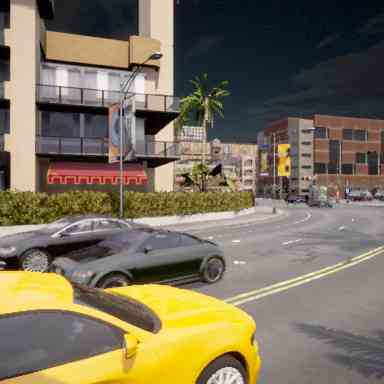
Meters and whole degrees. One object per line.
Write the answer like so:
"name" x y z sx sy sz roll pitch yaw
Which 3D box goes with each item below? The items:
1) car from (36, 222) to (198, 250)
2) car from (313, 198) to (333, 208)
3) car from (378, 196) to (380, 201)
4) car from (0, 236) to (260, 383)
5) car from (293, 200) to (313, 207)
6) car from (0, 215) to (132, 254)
"car" -1.139 1.564 7.897 4.181 1.385 1.994 0 0 -39
"car" 18.293 1.601 47.412 1.994 1.385 4.181 0 0 -6
"car" 44.866 1.405 76.308 1.816 1.474 4.193 0 0 -17
"car" -1.566 1.477 2.870 5.008 1.535 1.882 0 0 -36
"car" 14.804 1.249 47.062 1.895 1.301 4.718 0 0 -7
"car" -3.541 1.491 10.402 4.902 1.511 2.128 0 0 -39
